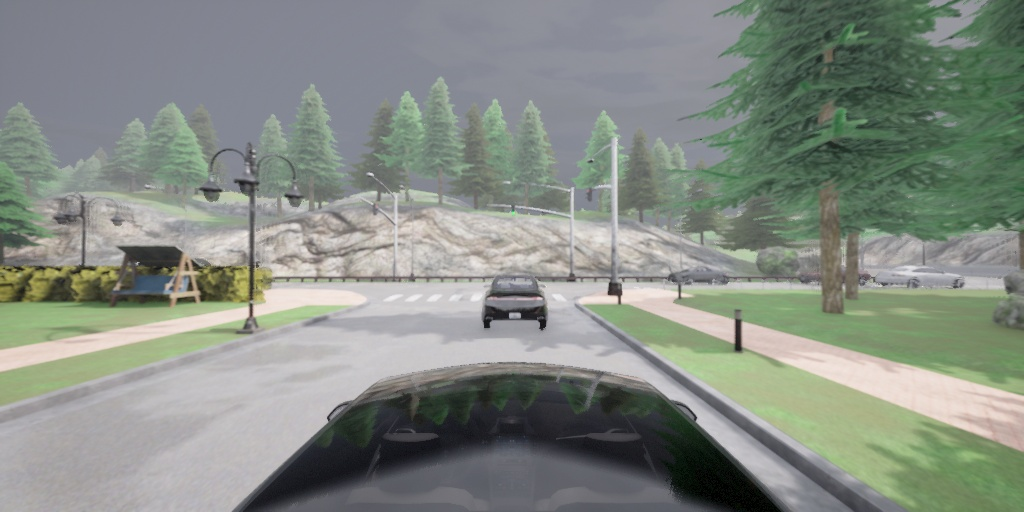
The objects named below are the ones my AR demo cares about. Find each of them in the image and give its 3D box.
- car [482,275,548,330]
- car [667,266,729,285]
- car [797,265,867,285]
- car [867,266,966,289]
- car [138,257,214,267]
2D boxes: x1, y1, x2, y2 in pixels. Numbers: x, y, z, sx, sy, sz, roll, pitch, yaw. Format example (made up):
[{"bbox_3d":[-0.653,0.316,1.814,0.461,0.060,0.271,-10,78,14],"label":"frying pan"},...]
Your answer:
[{"bbox_3d":[0.088,1.367,11.730,2.128,1.511,4.902,0,-1,0],"label":"car"},{"bbox_3d":[14.103,1.474,27.262,4.181,1.385,1.994,0,-1,0],"label":"car"},{"bbox_3d":[24.405,1.436,27.234,4.674,1.442,1.812,0,-1,0],"label":"car"},{"bbox_3d":[26.777,1.390,23.590,4.674,1.442,1.812,0,-1,0],"label":"car"},{"bbox_3d":[-21.373,1.085,23.557,5.566,2.045,2.150,0,-1,0],"label":"car"}]
